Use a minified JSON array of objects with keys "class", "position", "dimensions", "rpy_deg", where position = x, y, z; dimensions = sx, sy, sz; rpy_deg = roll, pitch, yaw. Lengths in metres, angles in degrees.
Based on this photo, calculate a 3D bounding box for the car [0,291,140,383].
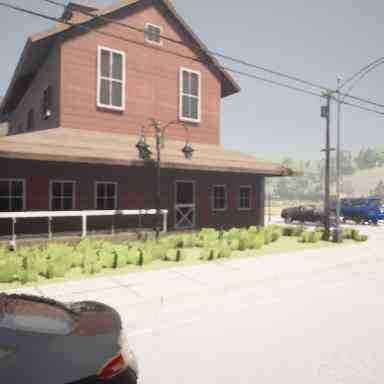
[{"class":"car","position":[-2.646,1.506,2.202],"dimensions":[4.674,1.442,1.812],"rpy_deg":[1,0,-34]}]

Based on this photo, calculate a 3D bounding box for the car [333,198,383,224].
[{"class":"car","position":[12.396,1.485,26.642],"dimensions":[2.150,2.045,5.566],"rpy_deg":[1,0,-36]}]

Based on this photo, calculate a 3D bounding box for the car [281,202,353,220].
[{"class":"car","position":[8.924,1.706,24.912],"dimensions":[2.128,1.511,4.902],"rpy_deg":[1,0,-34]}]
